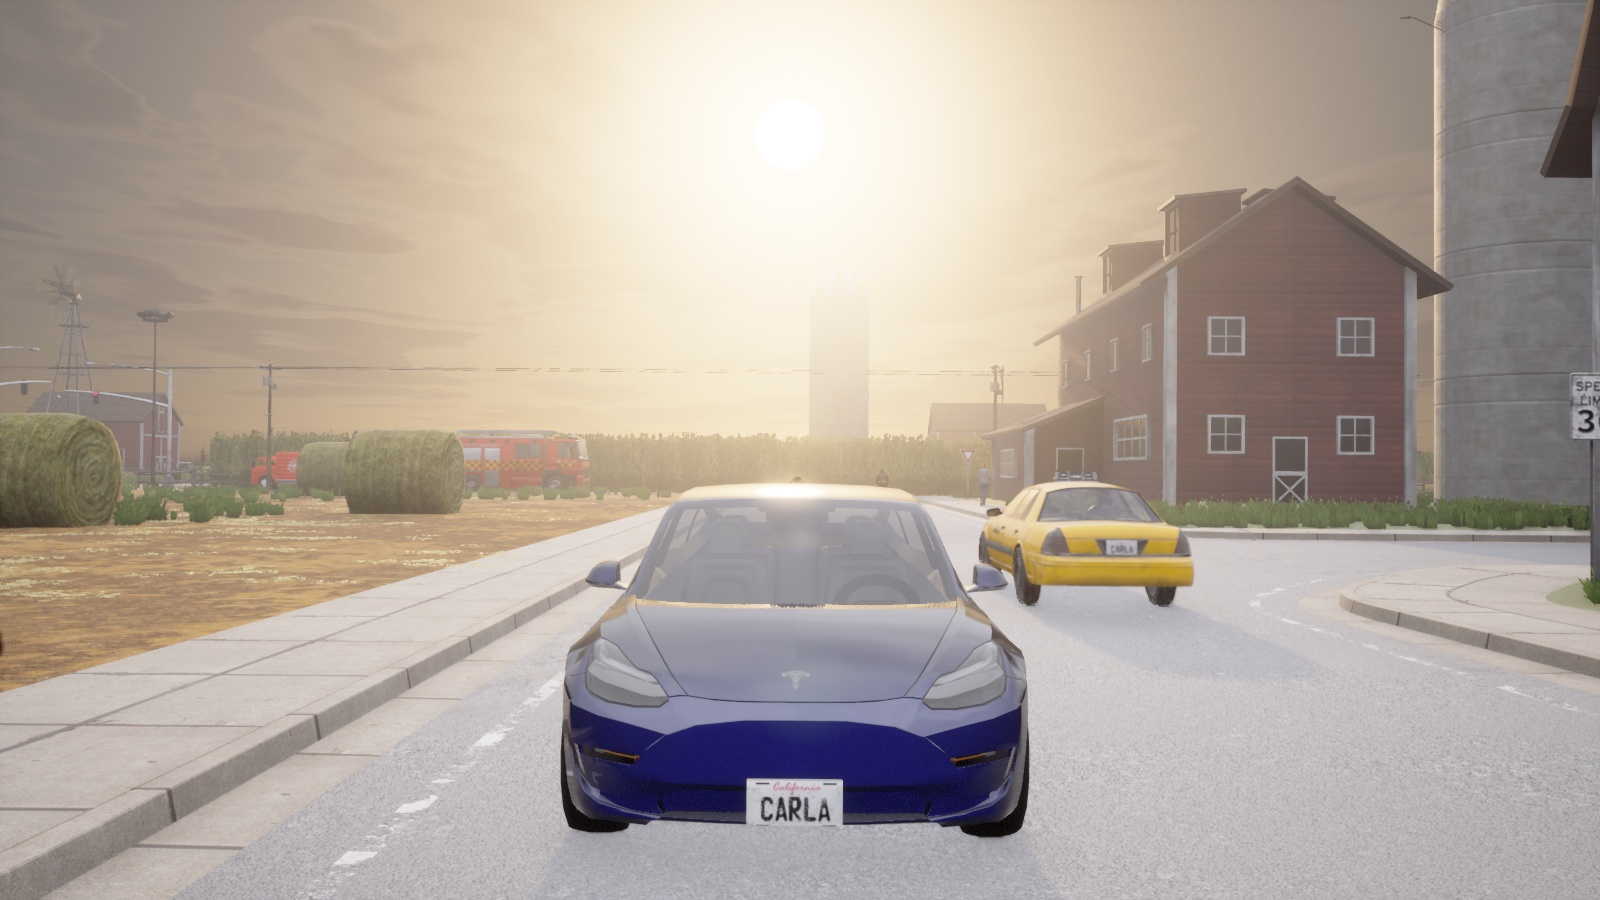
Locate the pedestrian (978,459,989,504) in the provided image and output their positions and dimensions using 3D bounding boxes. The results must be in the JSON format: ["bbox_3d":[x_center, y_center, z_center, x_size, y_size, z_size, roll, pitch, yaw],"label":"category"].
[{"bbox_3d":[7.594,1.312,51.903,0.354,1.836,0.706,0,-1,17],"label":"pedestrian"}]

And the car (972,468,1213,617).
[{"bbox_3d":[3.464,1.011,15.972,1.801,1.575,5.366,0,-1,0],"label":"car"}]

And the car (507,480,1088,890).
[{"bbox_3d":[-0.013,0.931,7.078,2.163,1.488,4.792,0,-1,0],"label":"car"}]

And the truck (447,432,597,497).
[{"bbox_3d":[-16.771,0.888,76.106,8.468,3.827,2.891,0,-1,1],"label":"truck"}]

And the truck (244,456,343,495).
[{"bbox_3d":[-32.114,1.618,79.790,5.204,2.467,2.627,0,-1,1],"label":"truck"}]
